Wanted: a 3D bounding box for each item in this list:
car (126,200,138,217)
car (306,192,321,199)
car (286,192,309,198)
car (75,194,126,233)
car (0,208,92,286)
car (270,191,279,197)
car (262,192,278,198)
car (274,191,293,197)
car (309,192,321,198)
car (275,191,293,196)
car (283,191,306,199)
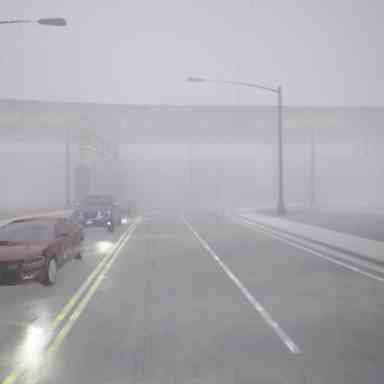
[{"bbox_3d":[-6.153,1.441,30.256,2.033,1.411,5.357,-1,0,1],"label":"car"},{"bbox_3d":[25.824,0.739,69.596,2.038,1.542,4.974,-1,0,26],"label":"car"},{"bbox_3d":[22.558,0.609,71.498,1.853,1.218,4.536,-1,0,-34],"label":"car"},{"bbox_3d":[-5.446,1.169,19.593,2.150,2.045,5.566,-1,0,-6],"label":"car"},{"bbox_3d":[-4.435,1.472,9.525,1.882,1.535,5.008,-1,0,-6],"label":"car"},{"bbox_3d":[21.171,0.517,90.232,4.536,1.218,1.853,-1,0,-44],"label":"car"},{"bbox_3d":[21.210,0.674,90.270,4.974,1.542,2.038,-1,0,-44],"label":"car"},{"bbox_3d":[25.126,0.621,91.398,2.038,1.542,4.974,-1,0,-39],"label":"car"},{"bbox_3d":[25.844,0.581,69.642,1.853,1.218,4.536,-1,0,26],"label":"car"},{"bbox_3d":[25.158,0.463,91.357,1.853,1.218,4.536,-1,0,-39],"label":"car"},{"bbox_3d":[22.589,0.767,71.456,2.038,1.542,4.974,-1,0,-34],"label":"car"}]
